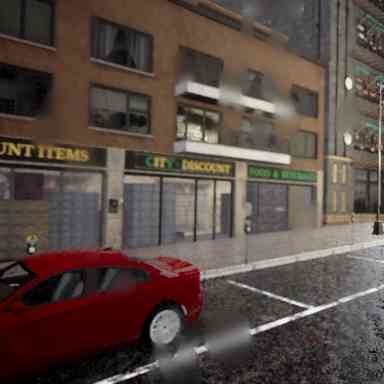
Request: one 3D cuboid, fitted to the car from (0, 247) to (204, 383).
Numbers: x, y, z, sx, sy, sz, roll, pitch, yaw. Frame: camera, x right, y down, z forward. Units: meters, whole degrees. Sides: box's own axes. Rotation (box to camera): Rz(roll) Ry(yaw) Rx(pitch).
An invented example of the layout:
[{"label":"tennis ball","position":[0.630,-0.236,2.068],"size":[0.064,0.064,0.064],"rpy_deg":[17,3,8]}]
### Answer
[{"label":"car","position":[-1.911,1.543,4.706],"size":[4.507,1.381,1.887],"rpy_deg":[0,2,-35]}]
